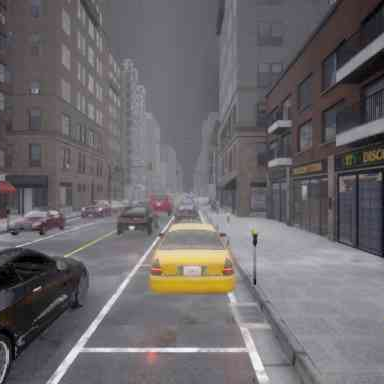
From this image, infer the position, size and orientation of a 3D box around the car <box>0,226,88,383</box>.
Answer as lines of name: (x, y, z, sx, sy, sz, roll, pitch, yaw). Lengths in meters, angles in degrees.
car: (-3.019, 1.525, 4.894, 1.812, 1.442, 4.674, 0, 0, 0)

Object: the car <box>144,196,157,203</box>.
car: (-8.408, 1.549, 67.693, 2.008, 1.369, 4.403, 0, 0, 0)

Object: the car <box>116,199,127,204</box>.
car: (-8.408, 1.525, 34.923, 1.752, 1.417, 4.829, 0, 0, 0)

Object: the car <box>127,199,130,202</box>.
car: (-8.408, 1.551, 40.611, 2.008, 1.369, 4.403, 0, 0, 0)

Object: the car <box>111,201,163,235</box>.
car: (-2.974, 1.506, 18.959, 1.837, 1.490, 4.892, 0, 0, 0)

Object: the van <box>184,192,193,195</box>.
van: (-0.383, 1.339, 67.702, 1.690, 1.788, 3.998, 0, 0, 0)

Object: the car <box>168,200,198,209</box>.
car: (-0.383, 1.551, 24.063, 2.008, 1.369, 4.403, 0, 0, 0)

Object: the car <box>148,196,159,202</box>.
car: (-8.408, 1.543, 73.374, 1.887, 1.381, 4.507, 0, 0, 0)

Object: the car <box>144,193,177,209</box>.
car: (-2.982, 1.223, 32.881, 2.150, 2.045, 5.566, 0, 0, 1)

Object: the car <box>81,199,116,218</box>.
car: (-8.408, 1.440, 29.575, 1.967, 1.590, 4.097, 0, 0, 0)

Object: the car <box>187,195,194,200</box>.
car: (-0.383, 1.575, 90.427, 1.802, 1.307, 4.206, 0, 0, 0)

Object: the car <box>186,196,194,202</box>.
car: (-0.383, 1.579, 79.064, 1.802, 1.307, 4.206, 0, 0, 0)

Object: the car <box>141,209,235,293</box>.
car: (0.005, 1.457, 8.840, 1.801, 1.575, 5.366, 0, 0, 0)

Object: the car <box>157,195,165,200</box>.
car: (-8.408, 1.519, 90.251, 1.752, 1.417, 4.829, 0, 0, 0)

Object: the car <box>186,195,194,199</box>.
car: (-0.383, 1.440, 35.101, 1.967, 1.590, 4.097, 0, 0, 0)

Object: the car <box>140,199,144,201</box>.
car: (-5.795, 1.548, 41.943, 2.033, 1.411, 5.357, 0, 0, 1)

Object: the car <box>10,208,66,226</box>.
car: (-8.408, 1.582, 18.538, 1.802, 1.307, 4.206, 0, 0, 0)
